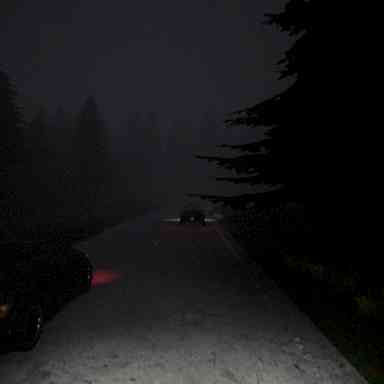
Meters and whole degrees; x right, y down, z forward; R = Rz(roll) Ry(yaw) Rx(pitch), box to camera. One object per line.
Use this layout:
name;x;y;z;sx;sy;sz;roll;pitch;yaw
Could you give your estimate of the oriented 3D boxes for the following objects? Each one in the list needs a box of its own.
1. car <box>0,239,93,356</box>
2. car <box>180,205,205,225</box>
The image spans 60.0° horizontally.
car;-3.294;1.599;6.076;1.994;1.385;4.181;0;0;0
car;0.036;1.663;25.160;1.812;1.442;4.674;0;0;0
